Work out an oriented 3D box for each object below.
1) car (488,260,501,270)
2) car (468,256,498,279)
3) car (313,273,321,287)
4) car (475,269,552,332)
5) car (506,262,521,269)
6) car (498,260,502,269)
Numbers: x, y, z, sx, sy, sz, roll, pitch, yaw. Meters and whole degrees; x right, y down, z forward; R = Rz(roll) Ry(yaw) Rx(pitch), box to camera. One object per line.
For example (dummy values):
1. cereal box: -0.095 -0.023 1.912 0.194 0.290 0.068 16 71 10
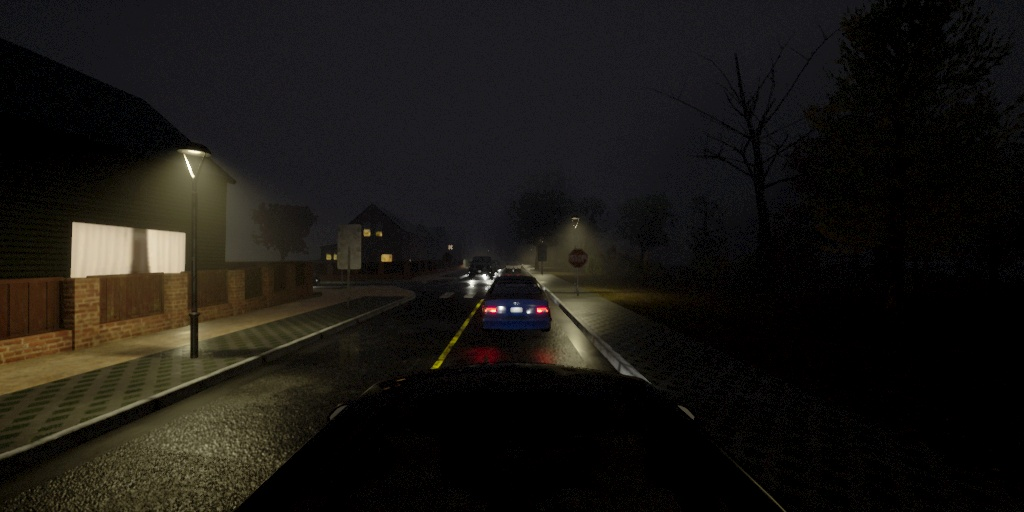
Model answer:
1. car: -2.720 1.364 57.917 1.837 1.490 4.892 0 0 0
2. car: -2.805 1.011 33.804 2.150 2.045 5.566 0 0 0
3. car: -14.774 1.292 22.945 4.674 1.442 1.812 0 -2 2
4. car: 0.106 1.303 10.846 2.033 1.411 5.357 0 0 0
5. car: 0.165 1.417 44.804 1.895 1.301 4.718 0 0 0
6. car: -2.773 1.313 46.046 2.128 1.511 4.902 0 0 0
